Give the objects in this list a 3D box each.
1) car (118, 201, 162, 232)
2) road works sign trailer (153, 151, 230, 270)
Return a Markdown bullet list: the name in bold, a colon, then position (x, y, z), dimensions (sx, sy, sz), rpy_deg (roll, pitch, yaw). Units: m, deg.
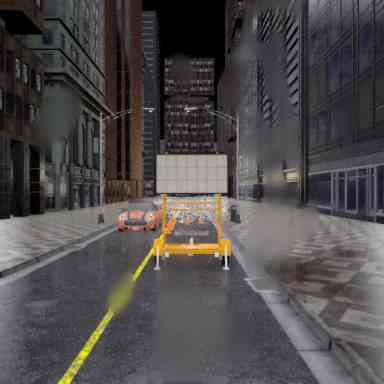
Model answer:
- **car**: position (-3.014, 1.351, 19.959), dimensions (2.097, 1.767, 4.553), rpy_deg (0, 0, 0)
- **road works sign trailer**: position (-0.002, 0.463, 11.057), dimensions (2.380, 3.560, 2.880), rpy_deg (0, 0, 0)
